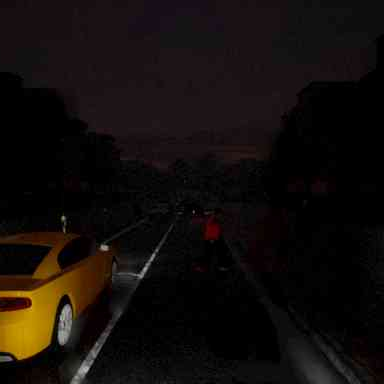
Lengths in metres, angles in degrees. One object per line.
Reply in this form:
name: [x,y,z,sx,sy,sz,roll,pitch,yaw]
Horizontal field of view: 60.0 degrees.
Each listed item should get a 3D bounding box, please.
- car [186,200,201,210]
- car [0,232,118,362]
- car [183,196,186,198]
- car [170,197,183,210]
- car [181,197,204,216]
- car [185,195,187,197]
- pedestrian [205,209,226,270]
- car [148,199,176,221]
car: [0.163,1.731,45.355,1.895,1.301,4.718,0,0,0]
car: [-2.740,1.476,6.183,1.882,1.535,5.008,0,0,0]
car: [-2.570,1.749,55.121,2.008,1.369,4.403,-2,0,0]
car: [-2.590,1.563,44.228,1.967,1.590,4.097,-2,0,0]
car: [0.148,1.565,32.750,1.837,1.490,4.892,0,0,0]
car: [-2.544,1.913,71.464,1.802,1.307,4.206,-2,0,0]
pedestrian: [0.633,1.294,9.161,0.375,1.860,0.375,1,1,0]
car: [-2.612,1.565,27.716,1.752,1.417,4.829,-1,0,0]
